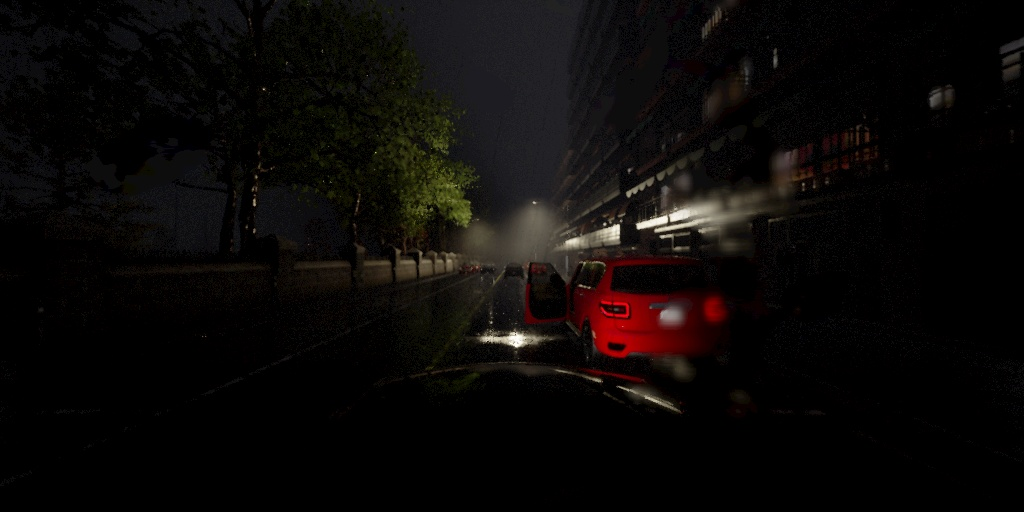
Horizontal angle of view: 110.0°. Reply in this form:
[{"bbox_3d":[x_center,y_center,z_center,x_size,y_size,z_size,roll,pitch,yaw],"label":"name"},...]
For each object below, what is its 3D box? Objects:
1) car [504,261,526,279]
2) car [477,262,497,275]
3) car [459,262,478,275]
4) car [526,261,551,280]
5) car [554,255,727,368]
[{"bbox_3d":[0.207,1.490,36.615,1.882,1.535,5.008,0,-1,0],"label":"car"},{"bbox_3d":[-2.852,1.679,44.480,1.895,1.301,4.718,0,0,1],"label":"car"},{"bbox_3d":[-5.526,1.525,45.122,1.967,1.591,4.097,0,0,0],"label":"car"},{"bbox_3d":[2.834,1.579,39.461,1.888,1.381,4.507,0,0,0],"label":"car"},{"bbox_3d":[2.420,1.016,8.110,2.150,2.045,5.566,0,0,0],"label":"car"}]
